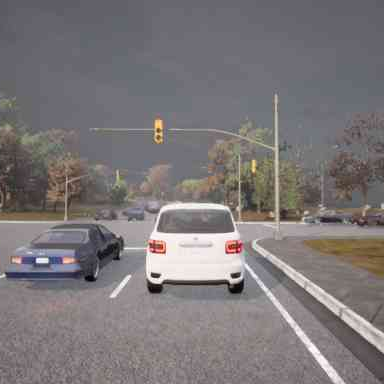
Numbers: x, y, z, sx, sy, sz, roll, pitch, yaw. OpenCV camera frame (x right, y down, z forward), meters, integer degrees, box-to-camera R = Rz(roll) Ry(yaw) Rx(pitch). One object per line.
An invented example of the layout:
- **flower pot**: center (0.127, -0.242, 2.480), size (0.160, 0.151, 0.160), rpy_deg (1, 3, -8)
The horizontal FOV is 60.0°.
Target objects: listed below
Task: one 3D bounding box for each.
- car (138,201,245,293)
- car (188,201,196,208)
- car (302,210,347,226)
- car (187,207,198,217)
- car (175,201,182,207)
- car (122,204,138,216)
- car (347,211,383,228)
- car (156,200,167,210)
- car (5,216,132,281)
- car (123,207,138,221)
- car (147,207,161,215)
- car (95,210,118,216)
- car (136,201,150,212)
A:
- **car**: center (0.084, 1.322, 9.232), size (2.150, 2.045, 5.566), rpy_deg (0, -1, 0)
- **car**: center (-0.111, 3.307, 87.849), size (1.837, 1.490, 4.892), rpy_deg (0, 0, -3)
- **car**: center (13.379, 2.497, 32.732), size (4.902, 1.511, 2.128), rpy_deg (0, -3, -2)
- **car**: center (0.104, 3.339, 57.346), size (1.837, 1.490, 4.892), rpy_deg (0, -1, 0)
- **car**: center (-3.588, 3.113, 87.496), size (1.882, 1.535, 5.008), rpy_deg (0, 0, -3)
- **car**: center (-10.578, 3.324, 56.470), size (1.837, 1.490, 4.892), rpy_deg (0, -1, 0)
- **car**: center (17.020, 2.401, 29.352), size (5.357, 1.411, 2.033), rpy_deg (0, -3, -2)
- **car**: center (-6.995, 3.070, 77.467), size (2.150, 2.045, 5.566), rpy_deg (0, 0, 0)
- **car**: center (-3.417, 1.666, 10.086), size (2.033, 1.411, 5.357), rpy_deg (0, -1, 0)
- **car**: center (-6.886, 2.939, 41.505), size (2.033, 1.411, 5.357), rpy_deg (0, -2, -3)
- **car**: center (-7.057, 3.483, 62.077), size (1.895, 1.301, 4.718), rpy_deg (0, 0, 0)
- **car**: center (-10.911, 2.998, 42.532), size (1.994, 1.385, 4.181), rpy_deg (0, -2, 5)
- **car**: center (-10.495, 3.104, 71.758), size (2.150, 2.045, 5.566), rpy_deg (0, 0, 0)
